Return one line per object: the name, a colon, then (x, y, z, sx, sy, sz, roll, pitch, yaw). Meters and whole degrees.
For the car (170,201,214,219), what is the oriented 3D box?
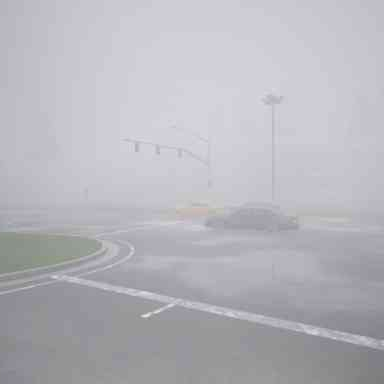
car: (0.569, 1.477, 27.763, 5.008, 1.535, 1.882, 0, 0, 23)

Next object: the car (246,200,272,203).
car: (5.506, 1.507, 29.403, 4.892, 1.490, 1.837, 1, 0, 24)

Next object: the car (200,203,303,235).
car: (3.431, 1.547, 18.865, 5.357, 1.411, 2.033, 0, 0, 25)
